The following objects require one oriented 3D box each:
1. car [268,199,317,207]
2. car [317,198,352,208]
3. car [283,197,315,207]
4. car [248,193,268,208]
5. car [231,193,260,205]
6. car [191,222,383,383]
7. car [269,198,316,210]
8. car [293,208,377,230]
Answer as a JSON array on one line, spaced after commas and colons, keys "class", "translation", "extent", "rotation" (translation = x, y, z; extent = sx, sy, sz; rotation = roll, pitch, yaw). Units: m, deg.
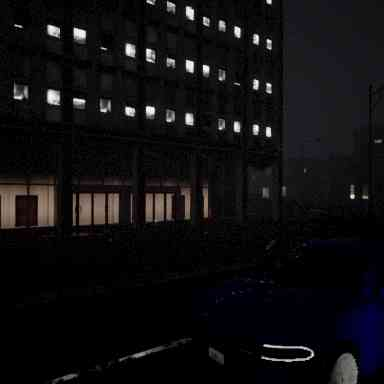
[{"class": "car", "translation": [12.693, 1.429, 42.368], "extent": [2.033, 1.411, 5.357], "rotation": [0, 0, -35]}, {"class": "car", "translation": [18.544, 1.447, 44.091], "extent": [1.752, 1.417, 4.829], "rotation": [1, 0, -35]}, {"class": "car", "translation": [15.492, 1.481, 48.507], "extent": [1.802, 1.307, 4.206], "rotation": [1, 0, -35]}, {"class": "car", "translation": [8.600, 1.168, 43.743], "extent": [2.192, 1.841, 5.009], "rotation": [1, 0, -35]}, {"class": "car", "translation": [9.197, 1.168, 57.616], "extent": [2.192, 1.841, 5.009], "rotation": [1, 0, -35]}, {"class": "car", "translation": [2.292, 1.478, 5.015], "extent": [5.008, 1.535, 1.882], "rotation": [0, 0, -36]}, {"class": "car", "translation": [11.746, 1.427, 39.188], "extent": [2.008, 1.369, 4.403], "rotation": [1, 0, -35]}, {"class": "car", "translation": [3.863, 1.441, 9.316], "extent": [4.097, 1.590, 1.967], "rotation": [0, 0, -36]}]
